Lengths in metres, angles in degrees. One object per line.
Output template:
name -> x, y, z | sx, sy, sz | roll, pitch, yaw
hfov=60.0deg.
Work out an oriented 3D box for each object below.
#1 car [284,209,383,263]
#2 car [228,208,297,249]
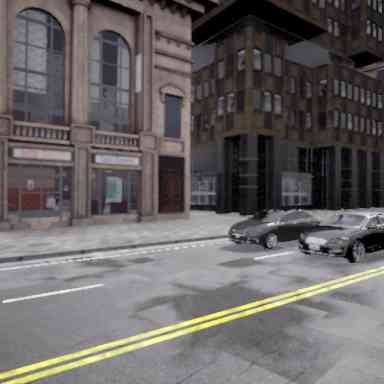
car -> 5.819, 1.447, 11.824 | 4.902, 1.511, 2.128 | 0, 0, -35
car -> 3.745, 1.461, 14.338 | 4.892, 1.490, 1.837 | 0, 0, -35
